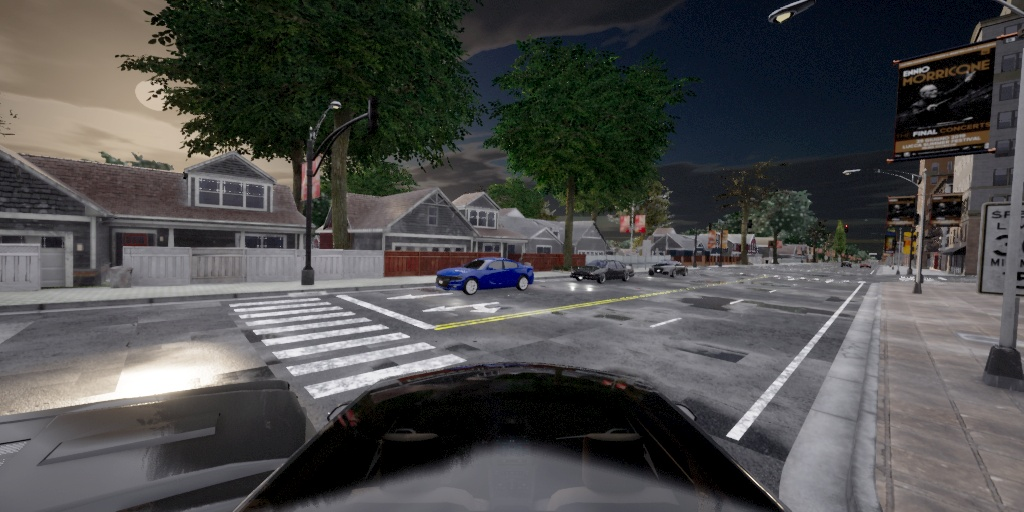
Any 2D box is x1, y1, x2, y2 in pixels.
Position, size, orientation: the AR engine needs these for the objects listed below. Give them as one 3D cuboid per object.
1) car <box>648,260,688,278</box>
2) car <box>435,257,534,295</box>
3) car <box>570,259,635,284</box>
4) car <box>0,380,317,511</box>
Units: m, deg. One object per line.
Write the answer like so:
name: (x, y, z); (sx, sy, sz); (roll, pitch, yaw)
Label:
car: (13.241, 1.016, 30.310); (4.181, 1.385, 1.994); (0, 2, -44)
car: (-1.119, 0.816, 16.464); (5.008, 1.535, 1.882); (0, 2, -44)
car: (6.045, 0.941, 23.386); (5.357, 1.411, 2.033); (0, 2, -44)
car: (-3.309, 1.290, 1.277); (4.718, 1.301, 1.895); (1, 2, -34)
